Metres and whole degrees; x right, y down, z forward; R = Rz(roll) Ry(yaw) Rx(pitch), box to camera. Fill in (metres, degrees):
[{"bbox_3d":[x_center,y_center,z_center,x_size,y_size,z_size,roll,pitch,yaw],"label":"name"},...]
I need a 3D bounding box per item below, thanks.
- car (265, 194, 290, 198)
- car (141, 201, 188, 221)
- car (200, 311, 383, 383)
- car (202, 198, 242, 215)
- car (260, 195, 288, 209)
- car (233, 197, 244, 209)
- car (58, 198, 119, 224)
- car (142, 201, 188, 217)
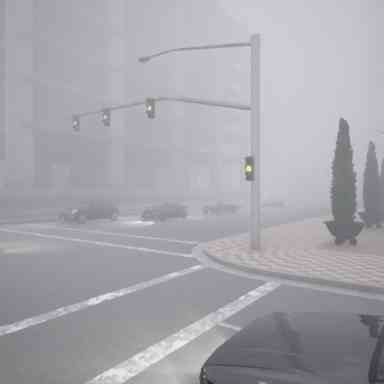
[{"bbox_3d":[14.059,1.394,55.273,1.895,1.301,4.718,0,0,36],"label":"car"},{"bbox_3d":[-2.165,1.558,26.993,1.994,1.385,4.181,0,0,36],"label":"car"},{"bbox_3d":[2.598,1.548,2.110,5.357,1.411,2.033,0,0,36],"label":"car"},{"bbox_3d":[2.964,1.595,34.095,1.895,1.301,4.718,0,0,36],"label":"car"},{"bbox_3d":[10.899,1.520,45.048,1.812,1.442,4.674,0,0,36],"label":"car"},{"bbox_3d":[4.932,1.471,42.788,1.882,1.535,5.008,0,0,36],"label":"car"},{"bbox_3d":[-7.773,1.345,25.206,2.097,1.767,4.553,0,0,36],"label":"car"},{"bbox_3d":[-2.518,1.594,32.484,1.895,1.301,4.718,0,0,36],"label":"car"}]
